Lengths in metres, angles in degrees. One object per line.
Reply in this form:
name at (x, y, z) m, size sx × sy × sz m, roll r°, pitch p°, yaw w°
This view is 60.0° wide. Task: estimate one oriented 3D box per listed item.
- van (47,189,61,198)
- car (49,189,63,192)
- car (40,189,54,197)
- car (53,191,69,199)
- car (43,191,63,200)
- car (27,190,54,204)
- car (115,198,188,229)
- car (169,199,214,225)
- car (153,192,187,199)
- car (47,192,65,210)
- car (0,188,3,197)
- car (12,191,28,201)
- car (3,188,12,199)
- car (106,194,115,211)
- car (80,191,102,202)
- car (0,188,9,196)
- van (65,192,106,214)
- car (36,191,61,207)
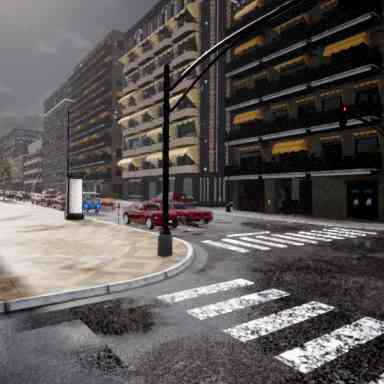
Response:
van at (-28.973, 0.260, 69.711) m, size 1.690 × 1.788 × 3.998 m, roll 2°, pitch 0°, yaw -36°
car at (-20.855, 0.550, 48.882) m, size 2.097 × 1.767 × 4.553 m, roll 1°, pitch 1°, yaw -36°
car at (-32.307, 0.272, 74.283) m, size 1.967 × 1.590 × 4.097 m, roll 2°, pitch 0°, yaw -36°
car at (-25.747, 0.529, 65.277) m, size 1.752 × 1.417 × 4.829 m, roll 2°, pitch 0°, yaw -36°
car at (-25.090, 0.599, 59.983) m, size 2.033 × 1.411 × 5.357 m, roll 1°, pitch 0°, yaw -38°
car at (-18.990, 0.805, 41.774) m, size 1.752 × 1.417 × 4.829 m, roll 2°, pitch 0°, yaw -36°
car at (-2.434, 1.261, 19.053) m, size 1.887 × 1.381 × 4.507 m, roll 2°, pitch 0°, yaw -36°
car at (-0.715, 1.332, 21.071) m, size 1.895 × 1.301 × 4.718 m, roll 1°, pitch 0°, yaw -36°
car at (-2.322, 0.936, 33.138) m, size 2.192 × 1.841 × 5.009 m, roll 2°, pitch 0°, yaw -36°
car at (-12.427, 0.997, 32.768) m, size 1.887 × 1.381 × 4.507 m, roll 2°, pitch 0°, yaw -36°
car at (-39.078, 0.301, 69.341) m, size 2.008 × 1.369 × 4.403 m, roll 2°, pitch 0°, yaw -36°
car at (-25.749, 0.541, 51.055) m, size 1.967 × 1.590 × 4.097 m, roll 2°, pitch 0°, yaw -36°
car at (-32.416, 0.470, 60.198) m, size 1.887 × 1.381 × 4.507 m, roll 2°, pitch 0°, yaw -36°
car at (-9.045, 0.865, 32.514) m, size 2.097 × 1.767 × 4.553 m, roll 1°, pitch 0°, yaw -36°
car at (-15.650, 0.710, 51.425) m, size 1.967 × 1.590 × 4.097 m, roll 2°, pitch 0°, yaw -36°
car at (-42.402, -0.022, 73.913) m, size 2.192 × 1.841 × 5.009 m, roll 2°, pitch 0°, yaw -36°
van at (-9.090, 0.881, 28.197) m, size 1.690 × 1.788 × 3.998 m, roll 2°, pitch 0°, yaw -36°
car at (-15.759, 0.909, 37.340) m, size 1.887 × 1.381 × 4.507 m, roll 2°, pitch 0°, yaw -36°
